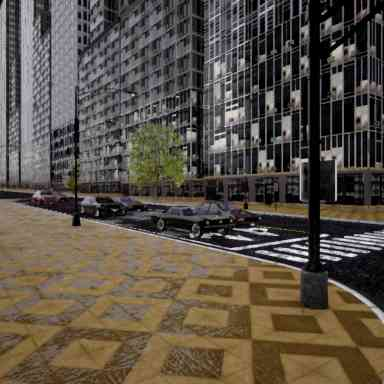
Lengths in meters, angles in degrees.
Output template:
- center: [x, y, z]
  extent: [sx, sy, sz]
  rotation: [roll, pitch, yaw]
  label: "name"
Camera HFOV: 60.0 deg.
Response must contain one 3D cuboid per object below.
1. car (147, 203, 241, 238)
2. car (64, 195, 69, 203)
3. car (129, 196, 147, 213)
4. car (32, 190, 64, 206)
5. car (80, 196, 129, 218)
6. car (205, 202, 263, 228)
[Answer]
- center: [-0.065, 1.372, 16.587]
  extent: [1.895, 1.301, 4.718]
  rotation: [0, 1, -38]
  label: "car"
- center: [-18.556, 0.687, 45.586]
  extent: [2.033, 1.411, 5.357]
  rotation: [0, 1, -38]
  label: "car"
- center: [-5.976, 1.064, 29.369]
  extent: [2.033, 1.411, 5.357]
  rotation: [0, 1, -38]
  label: "car"
- center: [-16.603, 0.631, 37.716]
  extent: [2.097, 1.767, 4.553]
  rotation: [0, 1, -38]
  label: "car"
- center: [-6.956, 1.072, 25.357]
  extent: [1.837, 1.490, 4.892]
  rotation: [0, 1, -38]
  label: "car"
- center: [1.659, 1.289, 19.706]
  extent: [2.033, 1.411, 5.357]
  rotation: [0, 1, -36]
  label: "car"
